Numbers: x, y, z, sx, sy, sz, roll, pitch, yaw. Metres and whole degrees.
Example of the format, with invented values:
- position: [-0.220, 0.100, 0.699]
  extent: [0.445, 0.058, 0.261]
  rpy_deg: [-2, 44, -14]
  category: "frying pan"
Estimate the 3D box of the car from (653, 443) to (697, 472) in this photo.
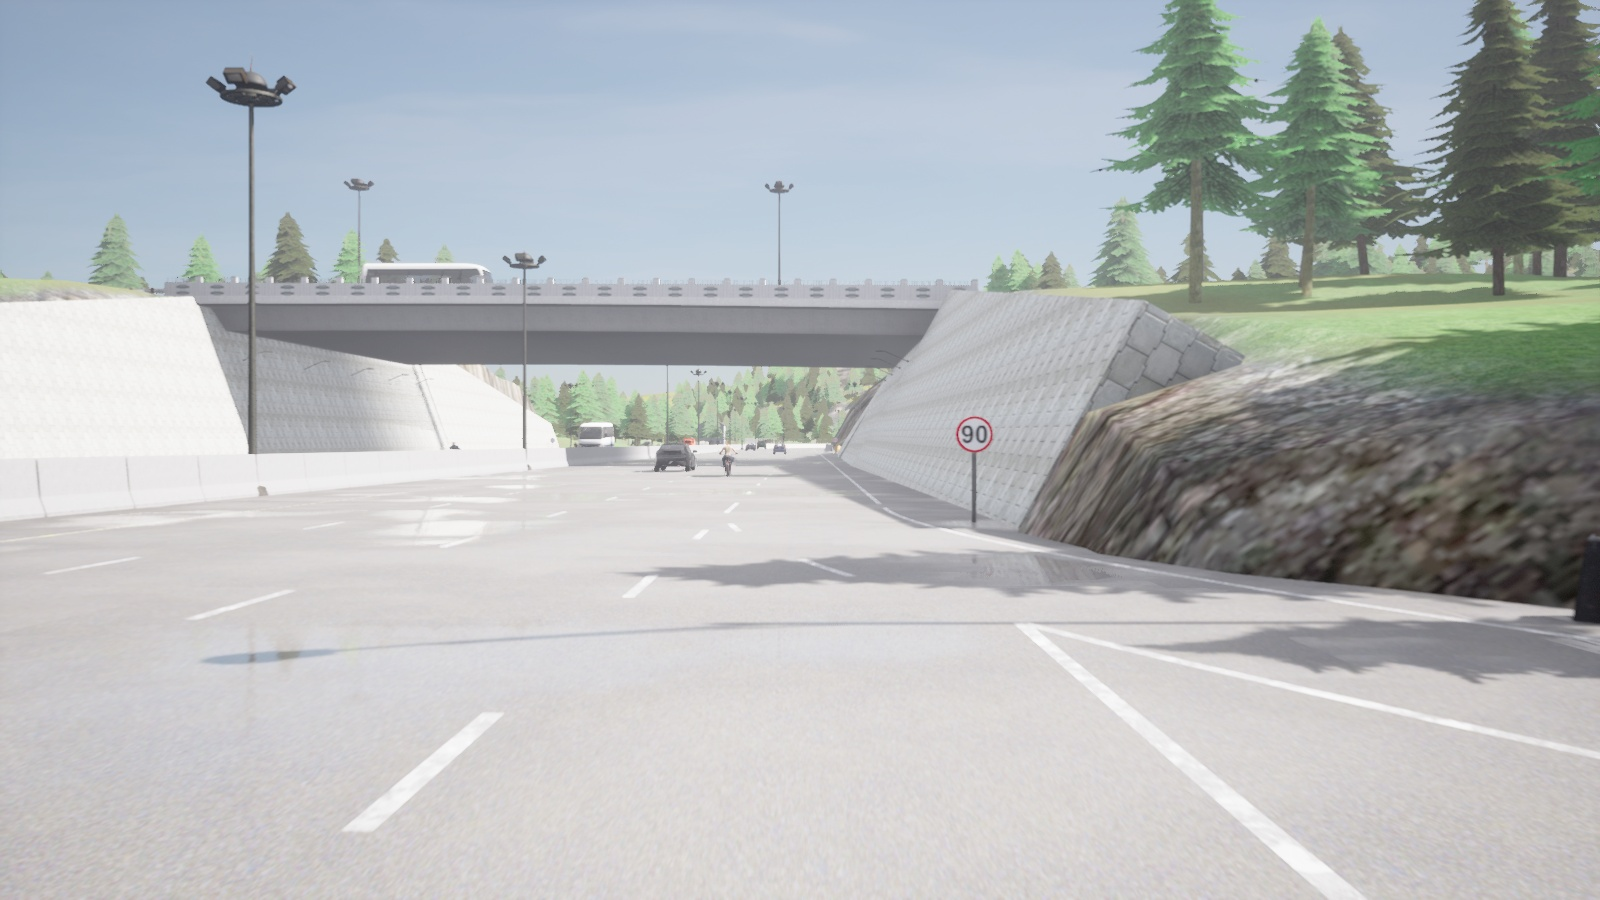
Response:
- position: [-6.605, 0.370, 66.693]
  extent: [1.837, 1.490, 4.892]
  rpy_deg: [0, 0, 0]
  category: "car"
